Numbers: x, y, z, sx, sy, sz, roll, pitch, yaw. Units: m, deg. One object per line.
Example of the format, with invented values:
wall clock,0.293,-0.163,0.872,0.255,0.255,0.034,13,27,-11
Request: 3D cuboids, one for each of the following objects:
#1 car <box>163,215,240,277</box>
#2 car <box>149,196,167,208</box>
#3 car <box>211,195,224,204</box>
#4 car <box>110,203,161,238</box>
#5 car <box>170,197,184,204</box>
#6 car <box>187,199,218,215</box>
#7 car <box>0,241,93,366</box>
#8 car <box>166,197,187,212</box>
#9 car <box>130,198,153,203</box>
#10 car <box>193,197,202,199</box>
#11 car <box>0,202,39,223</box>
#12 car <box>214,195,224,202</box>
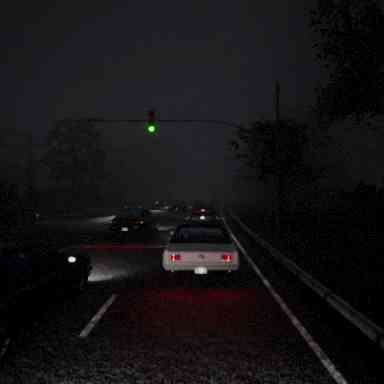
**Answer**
car,0.261,1.604,10.233,1.895,1.301,4.718,0,0,1
car,-4.996,1.364,43.860,2.097,1.767,4.553,0,0,5
car,4.716,1.585,66.607,1.994,1.385,4.181,0,0,8
car,-2.997,1.530,17.556,1.812,1.442,4.674,0,0,2
car,-2.860,1.583,62.785,1.994,1.385,4.181,0,0,7
car,0.861,1.513,25.369,1.837,1.490,4.892,0,0,3
car,-3.326,1.549,5.576,2.033,1.411,5.357,0,0,1
car,-1.579,1.612,39.188,1.895,1.301,4.718,0,0,3
car,-5.742,1.610,34.921,1.895,1.301,4.718,0,0,4
car,1.255,1.622,66.252,1.895,1.301,4.718,0,0,8
car,-13.943,1.495,24.684,4.902,1.511,2.128,0,0,-1
car,6.168,1.371,76.346,1.882,1.535,5.008,0,0,9
